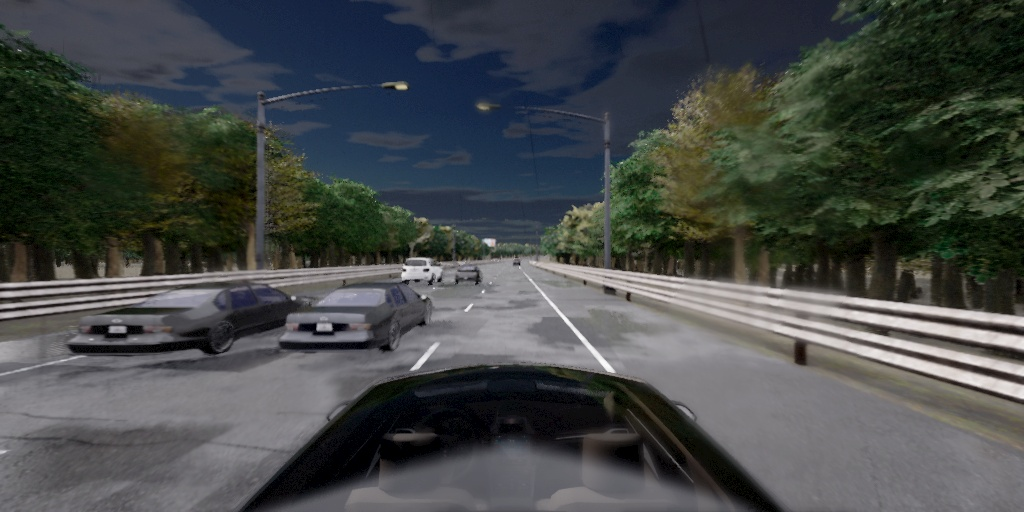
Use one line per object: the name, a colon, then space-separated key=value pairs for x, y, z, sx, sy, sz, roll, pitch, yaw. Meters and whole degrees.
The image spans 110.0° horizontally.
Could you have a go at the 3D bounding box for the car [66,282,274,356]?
car: x=-6.900 y=1.354 z=8.785 sx=2.033 sy=1.411 sz=5.357 roll=0 pitch=0 yaw=0

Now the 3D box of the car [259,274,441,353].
car: x=-3.400 y=1.356 z=9.007 sx=2.033 sy=1.411 sz=5.357 roll=0 pitch=0 yaw=0

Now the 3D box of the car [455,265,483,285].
car: x=-3.400 y=1.459 z=28.840 sx=2.128 sy=1.511 sz=4.902 roll=0 pitch=0 yaw=0

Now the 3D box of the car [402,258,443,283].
car: x=-6.899 y=1.183 z=28.073 sx=2.150 sy=2.045 sz=5.566 roll=0 pitch=0 yaw=0
